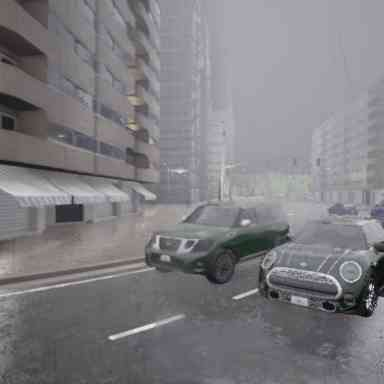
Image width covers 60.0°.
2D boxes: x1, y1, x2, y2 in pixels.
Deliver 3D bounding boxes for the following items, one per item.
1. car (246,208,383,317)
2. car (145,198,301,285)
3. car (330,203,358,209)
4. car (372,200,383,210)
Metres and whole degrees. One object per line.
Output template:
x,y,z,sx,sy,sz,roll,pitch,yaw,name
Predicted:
3.415,1.440,7.877,2.097,1.767,4.553,0,-1,40,car
1.132,1.312,10.309,2.150,2.045,5.566,1,0,40,car
17.007,1.969,37.564,1.812,1.442,4.674,1,-1,-1,car
15.592,1.543,25.456,2.150,2.045,5.566,0,0,12,car
